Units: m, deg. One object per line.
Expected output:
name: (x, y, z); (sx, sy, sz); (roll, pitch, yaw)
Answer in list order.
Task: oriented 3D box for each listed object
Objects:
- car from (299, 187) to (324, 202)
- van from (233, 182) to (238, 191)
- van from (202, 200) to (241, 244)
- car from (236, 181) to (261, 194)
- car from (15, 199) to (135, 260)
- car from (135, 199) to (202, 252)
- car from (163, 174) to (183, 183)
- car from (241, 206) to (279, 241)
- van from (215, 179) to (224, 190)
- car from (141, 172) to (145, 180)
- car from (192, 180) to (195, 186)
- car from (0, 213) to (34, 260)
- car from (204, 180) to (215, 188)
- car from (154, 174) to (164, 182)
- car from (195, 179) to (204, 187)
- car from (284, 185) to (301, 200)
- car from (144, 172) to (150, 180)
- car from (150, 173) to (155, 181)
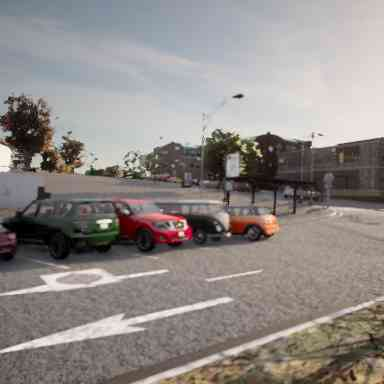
car: (17.072, 0.580, 46.527); (2.002, 1.452, 4.674); (7, 3, 35)
van: (8.391, -1.050, 58.733); (1.878, 1.987, 4.442); (8, 3, 35)
van: (-0.149, 1.382, 16.228); (4.442, 1.987, 1.878); (-1, -2, 35)
car: (10.153, -0.550, 56.373); (2.231, 1.521, 4.892); (7, 3, 35)
car: (-5.191, 1.279, 12.839); (5.566, 2.045, 2.435); (-1, -1, 35)
car: (-2.683, 1.318, 14.551); (5.566, 2.045, 2.435); (-1, -2, 35)
car: (-3.626, -2.735, 76.205); (1.946, 1.575, 5.366); (7, 3, 34)
car: (2.254, 1.523, 17.984); (4.553, 1.767, 2.185); (-1, -1, 35)
van: (6.658, -1.323, 61.201); (1.878, 1.987, 4.442); (8, 3, 35)
car: (-10.789, -3.927, 85.735); (2.435, 2.045, 5.566); (1, -2, 34)
car: (1.493, -1.876, 68.704); (2.002, 1.452, 4.674); (7, 3, 35)
car: (-7.616, 1.530, 11.073); (4.674, 1.452, 2.002); (-1, -1, 35)
car: (5.076, -1.368, 63.928); (1.946, 1.575, 5.366); (7, 3, 35)
car: (-5.478, -3.260, 78.462); (2.435, 2.045, 5.566); (7, 3, 34)
car: (3.240, -1.602, 66.245); (2.002, 1.452, 4.674); (8, 3, 35)
car: (15.379, 0.018, 48.998); (2.435, 2.045, 5.566); (7, 3, 35)
car: (-9.013, -3.648, 83.391); (2.185, 1.767, 4.553); (4, 0, 33)
car: (-7.278, -3.413, 80.924); (2.185, 1.767, 4.553); (6, 2, 34)
